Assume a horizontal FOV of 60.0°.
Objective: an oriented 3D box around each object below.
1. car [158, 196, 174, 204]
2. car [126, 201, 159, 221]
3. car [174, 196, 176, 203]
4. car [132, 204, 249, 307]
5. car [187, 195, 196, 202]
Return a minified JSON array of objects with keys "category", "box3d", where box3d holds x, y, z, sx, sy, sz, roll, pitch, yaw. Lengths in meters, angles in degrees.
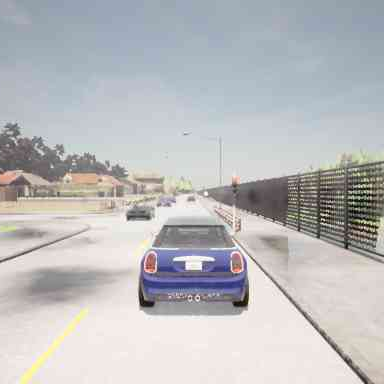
[{"category":"car","box3d":[-4.180,1.526,50.993,1.812,1.442,4.674,0,0,0]},{"category":"car","box3d":[-4.150,1.601,27.337,1.895,1.301,4.718,0,0,0]},{"category":"car","box3d":[-4.146,1.547,67.067,2.033,1.411,5.357,0,0,0]},{"category":"car","box3d":[0.038,1.352,8.138,2.097,1.767,4.553,0,0,0]},{"category":"car","box3d":[-0.138,1.524,76.338,1.812,1.442,4.674,0,0,0]}]
